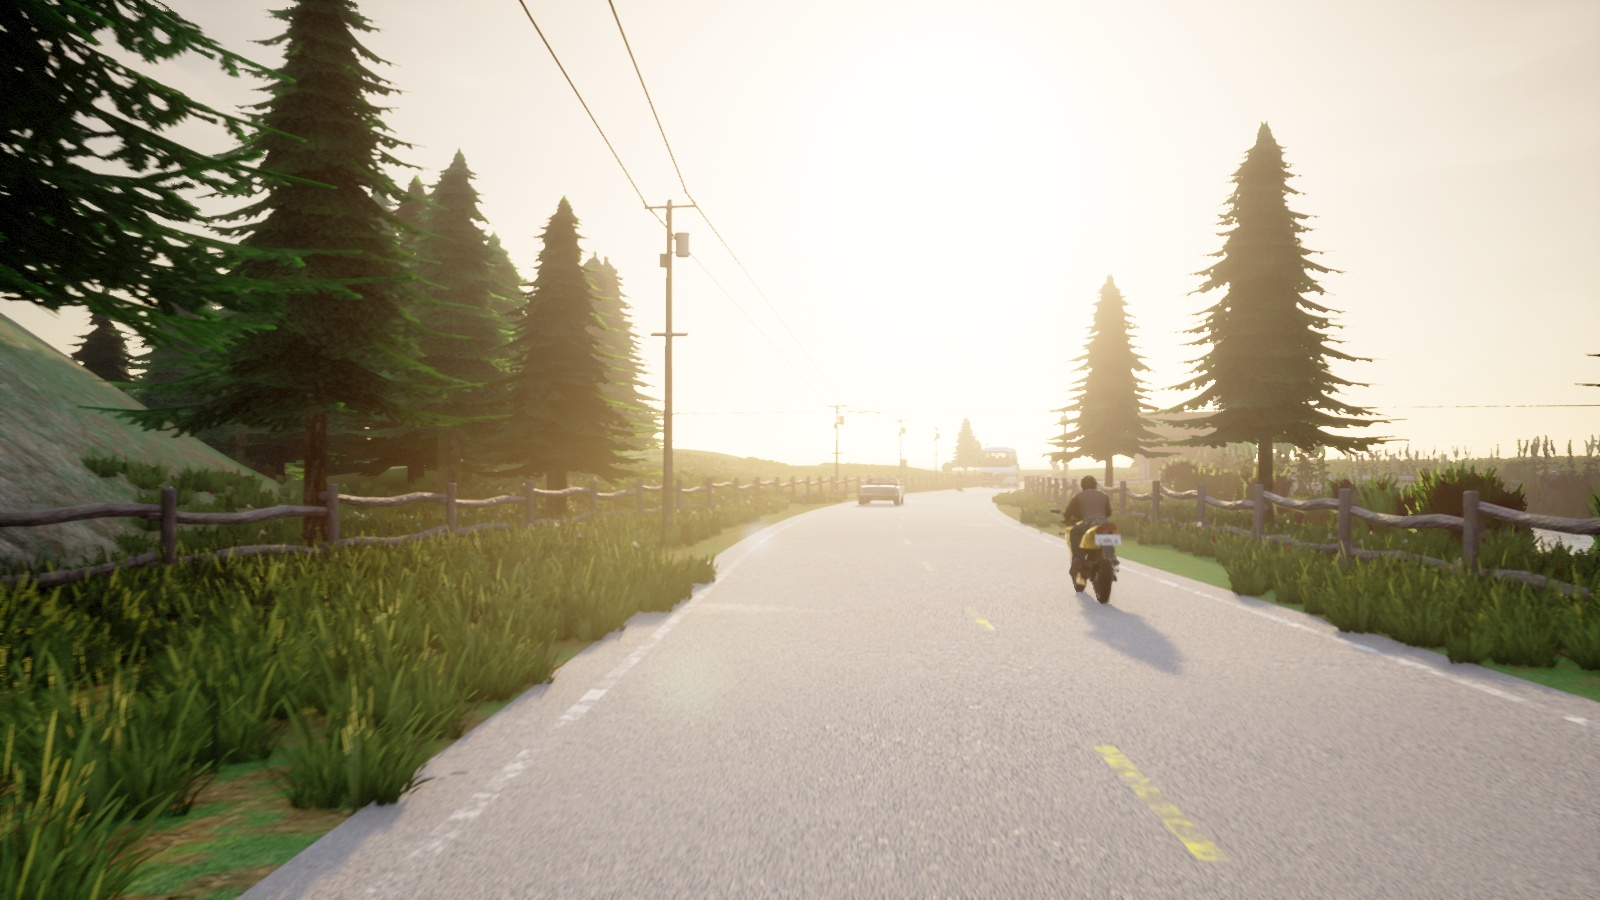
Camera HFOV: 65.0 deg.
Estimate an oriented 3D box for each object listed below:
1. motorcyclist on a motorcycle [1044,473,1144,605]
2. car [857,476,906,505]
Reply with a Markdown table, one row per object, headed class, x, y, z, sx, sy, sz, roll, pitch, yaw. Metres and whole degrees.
| class | x | y | z | sx | sy | sz | roll | pitch | yaw |
| --- | --- | --- | --- | --- | --- | --- | --- | --- | --- |
| motorcyclist on a motorcycle | 3.576 | 1.043 | 15.470 | 0.797 | 1.523 | 2.044 | 0 | -1 | 2 |
| car | 3.890 | 1.889 | 58.988 | 1.895 | 1.301 | 4.718 | 0 | -1 | 9 |
